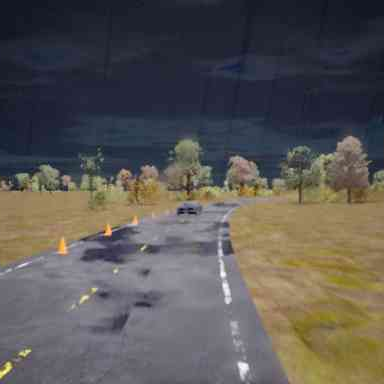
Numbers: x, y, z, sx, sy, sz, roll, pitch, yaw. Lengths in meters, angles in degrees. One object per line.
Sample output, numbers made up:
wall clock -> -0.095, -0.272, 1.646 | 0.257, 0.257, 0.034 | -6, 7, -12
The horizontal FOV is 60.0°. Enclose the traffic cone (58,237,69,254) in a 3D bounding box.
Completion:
traffic cone -> -4.684, 1.910, 12.064 | 0.340, 0.580, 0.340 | 0, 0, 4

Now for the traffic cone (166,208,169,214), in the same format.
traffic cone -> -2.380, 1.839, 32.189 | 0.340, 0.580, 0.340 | 0, 0, 9

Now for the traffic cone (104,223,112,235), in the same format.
traffic cone -> -4.294, 1.893, 17.115 | 0.340, 0.580, 0.340 | 0, 0, 5

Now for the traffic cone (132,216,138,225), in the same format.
traffic cone -> -3.779, 1.875, 22.155 | 0.340, 0.580, 0.340 | 0, 0, 7

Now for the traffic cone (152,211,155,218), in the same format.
traffic cone -> -3.141, 1.857, 27.181 | 0.340, 0.580, 0.340 | 0, 0, 8

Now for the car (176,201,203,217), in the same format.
car -> -0.166, 1.495, 30.580 | 1.895, 1.301, 4.718 | 0, 0, 9
